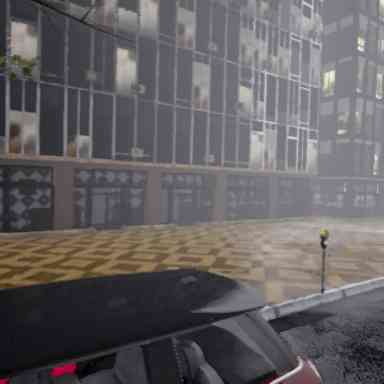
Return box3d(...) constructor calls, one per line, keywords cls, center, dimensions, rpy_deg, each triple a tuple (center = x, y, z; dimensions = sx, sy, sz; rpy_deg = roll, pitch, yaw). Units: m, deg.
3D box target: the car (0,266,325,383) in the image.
box3d(cls="car", center=(-1.083, 1.349, 1.824), dimensions=(4.097, 1.590, 1.967), rpy_deg=(1, 1, -34))
